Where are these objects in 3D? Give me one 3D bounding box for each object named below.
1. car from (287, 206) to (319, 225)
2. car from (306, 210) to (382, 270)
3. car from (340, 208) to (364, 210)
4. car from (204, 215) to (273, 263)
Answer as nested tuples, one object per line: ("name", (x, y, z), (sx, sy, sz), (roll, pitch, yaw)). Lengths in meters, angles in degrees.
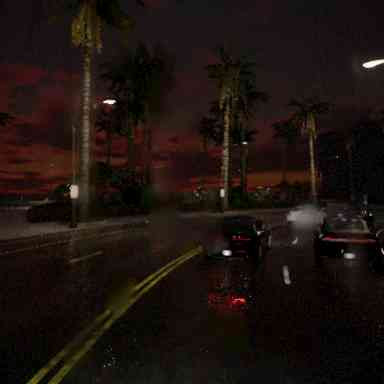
("car", (8.842, 1.777, 25.473), (1.812, 1.442, 4.674), (-1, -1, 40))
("car", (5.246, 1.609, 11.680), (2.128, 1.511, 4.902), (0, 0, 19))
("car", (10.790, 1.769, 22.385), (2.033, 1.411, 5.357), (0, -1, 38))
("car", (1.864, 1.632, 12.592), (1.837, 1.490, 4.892), (0, 0, 19))
